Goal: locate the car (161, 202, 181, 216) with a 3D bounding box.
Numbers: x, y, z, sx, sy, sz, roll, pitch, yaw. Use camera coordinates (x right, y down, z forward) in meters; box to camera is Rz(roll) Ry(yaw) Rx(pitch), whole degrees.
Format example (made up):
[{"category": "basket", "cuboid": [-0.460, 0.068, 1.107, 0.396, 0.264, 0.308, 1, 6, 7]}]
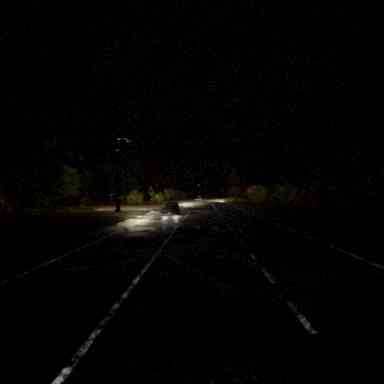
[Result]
[{"category": "car", "cuboid": [-2.267, 1.810, 36.922, 2.033, 1.411, 5.357, -1, 0, 2]}]
